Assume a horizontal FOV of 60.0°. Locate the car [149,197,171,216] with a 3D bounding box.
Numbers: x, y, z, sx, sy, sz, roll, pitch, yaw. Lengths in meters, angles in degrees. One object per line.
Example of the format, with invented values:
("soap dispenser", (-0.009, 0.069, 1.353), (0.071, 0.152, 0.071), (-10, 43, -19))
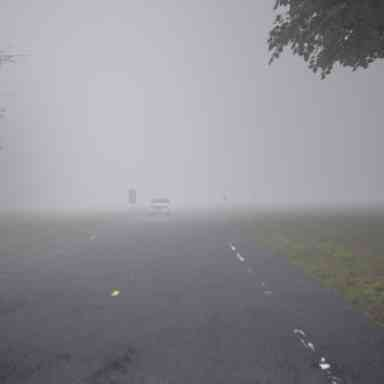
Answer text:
("car", (-3.571, 1.631, 38.094), (2.150, 2.045, 5.566), (0, -1, 0))
